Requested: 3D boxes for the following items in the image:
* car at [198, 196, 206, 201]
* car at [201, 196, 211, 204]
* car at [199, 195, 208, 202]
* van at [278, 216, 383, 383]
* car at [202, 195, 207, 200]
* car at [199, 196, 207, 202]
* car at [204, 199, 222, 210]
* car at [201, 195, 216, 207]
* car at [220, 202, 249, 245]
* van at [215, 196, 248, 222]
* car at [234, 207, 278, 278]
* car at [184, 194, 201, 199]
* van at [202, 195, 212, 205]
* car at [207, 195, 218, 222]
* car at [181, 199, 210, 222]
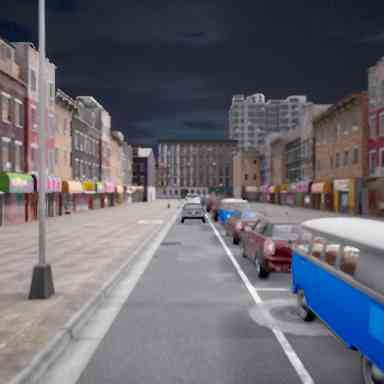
[{"bbox_3d":[2.620,1.623,86.816,2.008,1.369,4.403,0,0,0],"label":"car"},{"bbox_3d":[2.624,1.578,65.084,1.752,1.417,4.829,0,0,0],"label":"car"},{"bbox_3d":[2.622,1.503,75.865,1.967,1.590,4.097,0,0,0],"label":"car"},{"bbox_3d":[2.634,1.343,4.684,1.690,1.788,3.998,0,0,0],"label":"van"},{"bbox_3d":[2.628,1.342,37.537,2.192,1.841,5.009,0,0,0],"label":"car"},{"bbox_3d":[2.621,1.593,81.511,1.752,1.417,4.829,0,0,0],"label":"car"},{"bbox_3d":[2.628,1.583,43.012,2.008,1.369,4.403,0,0,0],"label":"car"},{"bbox_3d":[2.625,1.358,53.963,2.192,1.841,5.009,0,0,0],"label":"car"},{"bbox_3d":[2.632,1.448,15.635,1.967,1.590,4.097,0,0,0],"label":"car"},{"bbox_3d":[2.631,1.353,21.111,1.690,1.788,3.998,0,0,0],"label":"van"},{"bbox_3d":[2.633,1.445,10.159,1.967,1.590,4.097,0,0,0],"label":"car"},{"bbox_3d":[0.082,1.259,48.640,2.150,2.045,5.566,0,0,0],"label":"car"},{"bbox_3d":[2.624,1.389,59.438,1.690,1.788,3.998,0,0,0],"label":"van"},{"bbox_3d":[2.628,1.332,26.584,2.192,1.841,5.009,0,0,0],"label":"car"},{"bbox_3d":[0.096,1.564,26.312,2.033,1.411,5.357,0,0,0],"label":"car"}]
